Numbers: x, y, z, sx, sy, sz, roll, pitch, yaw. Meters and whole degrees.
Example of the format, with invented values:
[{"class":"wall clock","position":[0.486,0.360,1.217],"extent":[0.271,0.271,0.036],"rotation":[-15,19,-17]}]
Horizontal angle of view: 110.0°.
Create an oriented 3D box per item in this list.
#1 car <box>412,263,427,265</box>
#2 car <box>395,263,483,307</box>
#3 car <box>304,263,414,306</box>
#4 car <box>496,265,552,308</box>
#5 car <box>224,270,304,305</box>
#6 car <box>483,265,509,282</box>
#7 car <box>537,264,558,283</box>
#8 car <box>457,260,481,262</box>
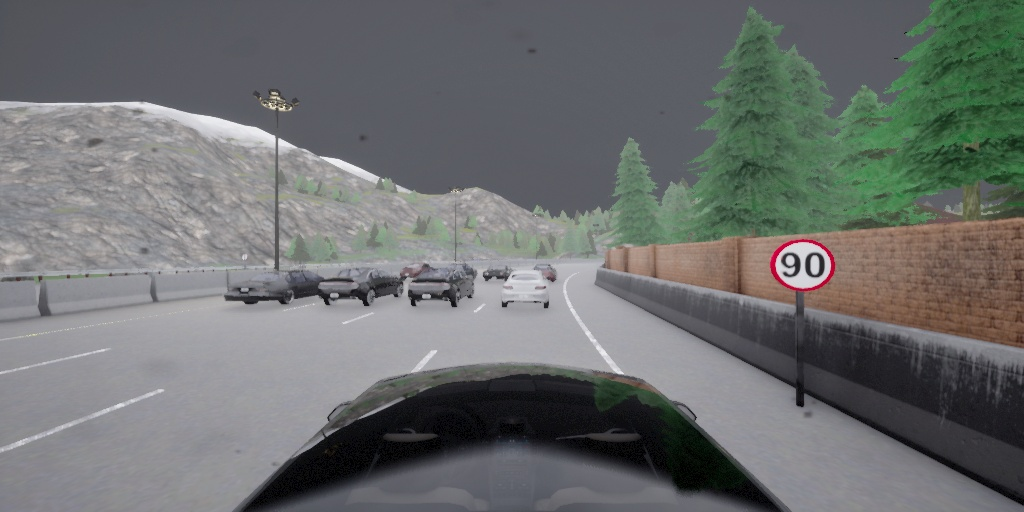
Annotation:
[{"class":"car","position":[-7.791,1.280,30.348],"extent":[1.812,1.442,4.674],"rotation":[0,0,11]},{"class":"car","position":[-2.852,1.242,15.333],"extent":[2.128,1.511,4.902],"rotation":[0,0,5]},{"class":"car","position":[-6.337,1.242,15.660],"extent":[2.128,1.511,4.902],"rotation":[0,0,5]},{"class":"car","position":[0.633,1.280,15.006],"extent":[1.812,1.442,4.674],"rotation":[0,0,5]},{"class":"car","position":[-9.821,1.310,15.987],"extent":[2.033,1.411,5.357],"rotation":[0,0,5]},{"class":"car","position":[-0.908,1.364,29.074],"extent":[1.895,1.301,4.718],"rotation":[0,0,11]},{"class":"car","position":[2.525,1.320,28.393],"extent":[1.994,1.385,4.181],"rotation":[0,0,11]},{"class":"car","position":[-4.352,1.310,29.696],"extent":[2.033,1.411,5.357],"rotation":[0,0,11]}]
